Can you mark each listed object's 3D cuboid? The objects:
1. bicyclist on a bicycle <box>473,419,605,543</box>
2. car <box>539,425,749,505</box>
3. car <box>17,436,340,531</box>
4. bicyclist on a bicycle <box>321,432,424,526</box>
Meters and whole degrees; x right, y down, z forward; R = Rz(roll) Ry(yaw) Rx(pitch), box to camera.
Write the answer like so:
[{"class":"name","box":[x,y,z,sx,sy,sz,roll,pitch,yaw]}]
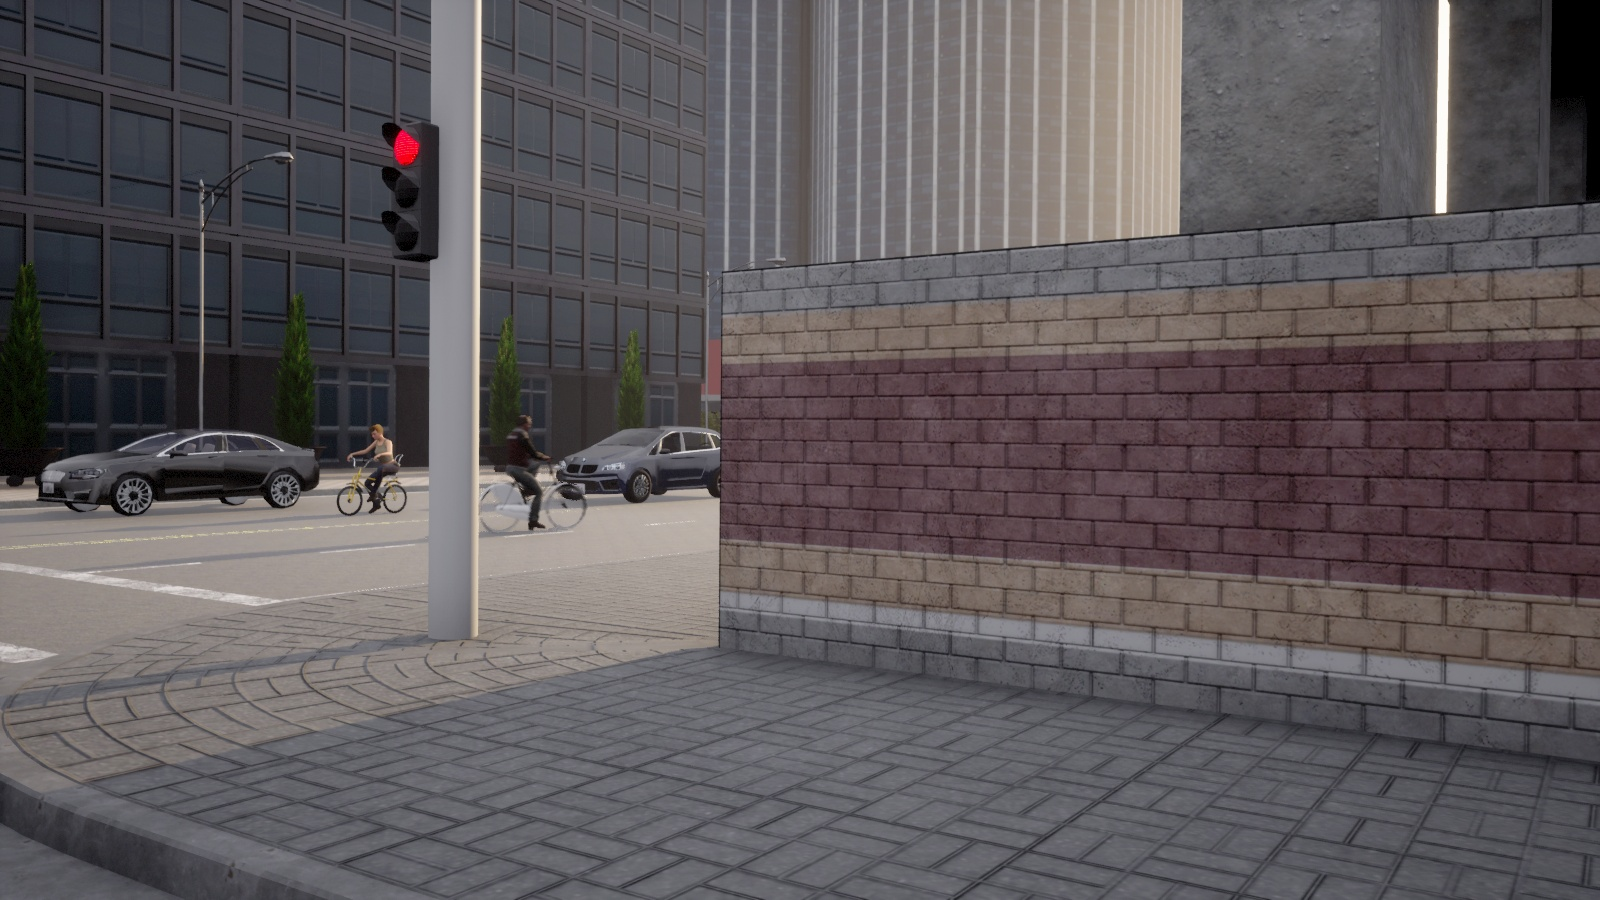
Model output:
[{"class":"bicyclist on a bicycle","box":[-3.924,0.434,18.952,1.843,1.776,0.659,-2,1,-42]},{"class":"car","box":[-3.441,0.272,28.584,2.242,1.667,4.611,0,1,34]},{"class":"car","box":[-11.276,0.529,23.165,2.128,1.511,4.902,0,1,34]},{"class":"bicyclist on a bicycle","box":[-7.597,0.487,22.361,0.866,1.612,1.509,0,1,34]}]
